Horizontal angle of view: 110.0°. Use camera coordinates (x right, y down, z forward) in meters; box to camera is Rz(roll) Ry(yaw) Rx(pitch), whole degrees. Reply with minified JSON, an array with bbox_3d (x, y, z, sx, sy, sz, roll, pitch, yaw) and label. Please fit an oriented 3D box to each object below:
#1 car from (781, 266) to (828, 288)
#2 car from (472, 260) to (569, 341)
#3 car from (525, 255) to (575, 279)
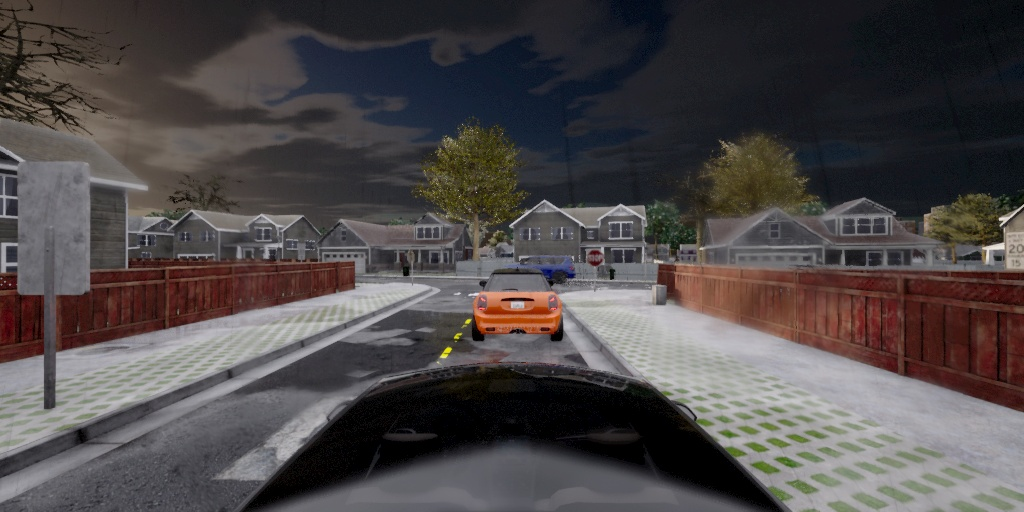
[{"bbox_3d":[17.245,1.361,21.565,4.892,1.490,1.837,0,0,19],"label":"car"},{"bbox_3d":[0.132,1.103,10.016,2.097,1.767,4.553,0,0,0],"label":"car"},{"bbox_3d":[1.697,0.993,25.574,5.566,2.045,2.150,0,-1,-3],"label":"car"}]
